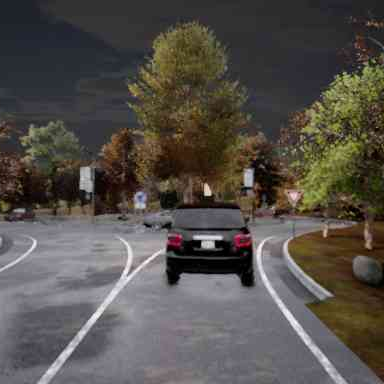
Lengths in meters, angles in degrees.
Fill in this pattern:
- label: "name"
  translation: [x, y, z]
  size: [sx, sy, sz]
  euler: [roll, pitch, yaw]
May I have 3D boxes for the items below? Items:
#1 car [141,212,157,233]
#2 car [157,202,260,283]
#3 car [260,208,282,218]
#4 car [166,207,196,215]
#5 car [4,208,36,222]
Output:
- label: "car"
  translation: [-1.019, 1.998, 23.024]
  size: [4.902, 1.511, 2.128]
  euler: [0, -2, -5]
- label: "car"
  translation: [0.584, 1.302, 10.042]
  size: [2.150, 2.045, 5.566]
  euler: [0, -1, 5]
- label: "car"
  translation: [10.620, 2.998, 48.963]
  size: [2.033, 1.411, 5.357]
  euler: [2, -3, -36]
- label: "car"
  translation: [-1.875, 3.214, 55.730]
  size: [4.718, 1.301, 1.895]
  euler: [0, -2, 7]
- label: "car"
  translation: [-19.473, 2.574, 37.912]
  size: [1.812, 1.442, 4.674]
  euler: [0, -2, -3]
